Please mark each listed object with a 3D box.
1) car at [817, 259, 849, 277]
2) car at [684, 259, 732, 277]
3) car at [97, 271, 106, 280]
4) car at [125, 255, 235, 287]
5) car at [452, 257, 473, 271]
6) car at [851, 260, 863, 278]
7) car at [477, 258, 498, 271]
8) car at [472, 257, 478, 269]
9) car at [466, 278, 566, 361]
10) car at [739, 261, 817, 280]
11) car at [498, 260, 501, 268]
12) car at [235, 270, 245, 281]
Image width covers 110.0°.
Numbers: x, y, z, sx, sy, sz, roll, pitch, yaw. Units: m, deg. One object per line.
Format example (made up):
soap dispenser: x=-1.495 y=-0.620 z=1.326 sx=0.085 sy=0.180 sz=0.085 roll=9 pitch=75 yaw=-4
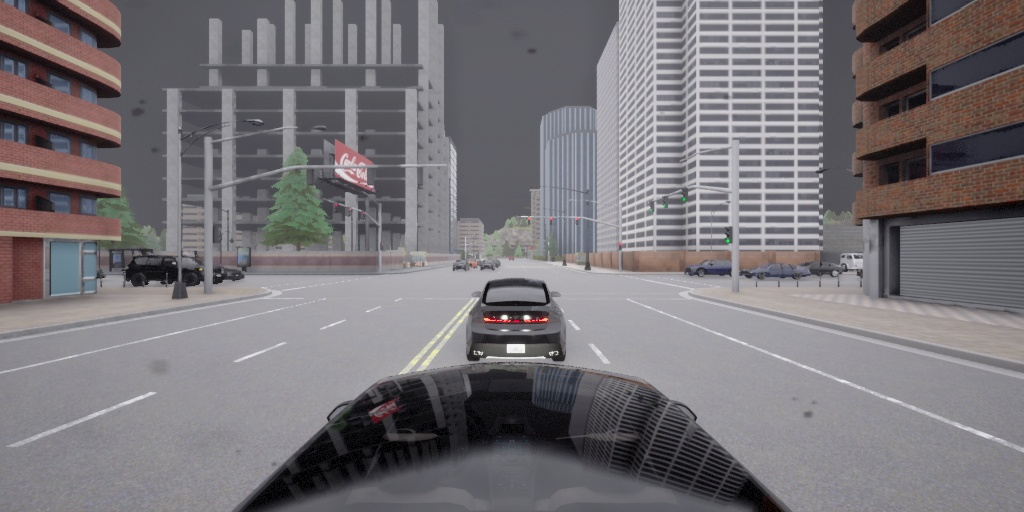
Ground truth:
car: x=29.064 y=1.255 z=34.695 sx=4.892 sy=1.490 sz=1.837 roll=0 pitch=0 yaw=0
car: x=19.214 y=1.102 z=34.700 sx=4.553 sy=1.767 sz=2.097 roll=0 pitch=0 yaw=0
car: x=-34.636 y=1.297 z=27.472 sx=5.357 sy=1.411 sz=2.033 roll=0 pitch=0 yaw=0
car: x=-22.352 y=0.973 z=23.977 sx=5.566 sy=2.045 sz=2.150 roll=0 pitch=0 yaw=0
car: x=-6.869 y=1.254 z=48.767 sx=1.837 sy=1.490 sz=4.892 roll=0 pitch=0 yaw=0
car: x=32.716 y=1.314 z=31.192 sx=4.181 sy=1.385 sz=1.994 roll=0 pitch=0 yaw=0
car: x=-3.360 y=1.254 z=50.297 sx=1.837 sy=1.490 sz=4.892 roll=0 pitch=0 yaw=0
car: x=-6.812 y=1.101 z=57.973 sx=2.097 sy=1.767 sz=4.553 roll=0 pitch=0 yaw=0
car: x=0.093 y=1.255 z=8.235 sx=1.837 sy=1.490 sz=4.892 roll=0 pitch=0 yaw=1
car: x=22.804 y=1.297 z=31.202 sx=5.357 sy=1.411 sz=2.033 roll=0 pitch=0 yaw=0
car: x=-3.295 y=1.101 z=60.422 sx=2.097 sy=1.767 sz=4.553 roll=0 pitch=0 yaw=0
car: x=-23.054 y=1.314 z=27.478 sx=4.181 sy=1.385 sz=1.994 roll=0 pitch=0 yaw=0
